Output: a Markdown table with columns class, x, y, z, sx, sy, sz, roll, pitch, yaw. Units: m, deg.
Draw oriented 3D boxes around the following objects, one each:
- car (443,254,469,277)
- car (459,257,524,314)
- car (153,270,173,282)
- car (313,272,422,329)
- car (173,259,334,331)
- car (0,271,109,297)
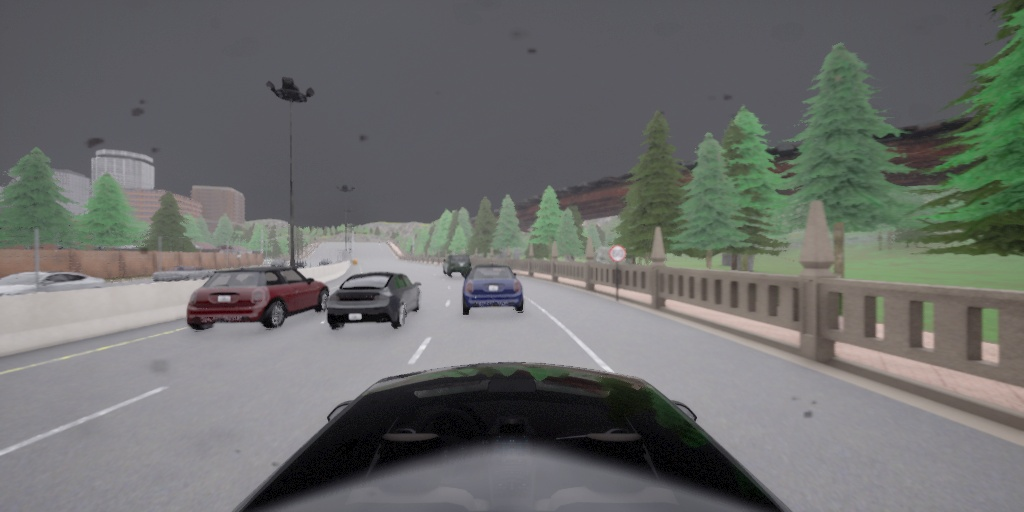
| class | x | y | z | sx | sy | sz | roll | pitch | yaw |
| --- | --- | --- | --- | --- | --- | --- | --- | --- | --- |
| car | -5.194 | 0.876 | 34.028 | 2.150 | 2.045 | 5.566 | 0 | 0 | -17 |
| car | -0.848 | 1.060 | 13.847 | 2.097 | 1.767 | 4.553 | 0 | 0 | -7 |
| car | -25.436 | 1.403 | 27.884 | 1.895 | 1.301 | 4.718 | 0 | 0 | -18 |
| car | -4.069 | 1.242 | 11.244 | 1.837 | 1.490 | 4.892 | 0 | 0 | -5 |
| car | -7.592 | 1.111 | 11.344 | 2.097 | 1.767 | 4.553 | 0 | 0 | -5 |
| car | -18.638 | 1.341 | 14.049 | 1.812 | 1.442 | 4.674 | 0 | 0 | -9 |
